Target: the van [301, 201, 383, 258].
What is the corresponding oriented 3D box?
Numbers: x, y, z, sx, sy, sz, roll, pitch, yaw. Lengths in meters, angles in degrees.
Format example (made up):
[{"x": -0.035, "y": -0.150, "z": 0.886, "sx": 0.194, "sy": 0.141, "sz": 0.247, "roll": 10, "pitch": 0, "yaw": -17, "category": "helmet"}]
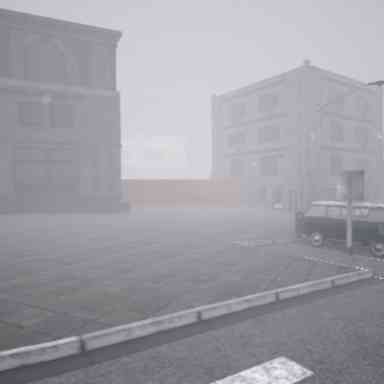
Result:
[{"x": 6.627, "y": 1.400, "z": 13.719, "sx": 1.878, "sy": 1.987, "sz": 4.442, "roll": 2, "pitch": -1, "yaw": -35, "category": "van"}]
